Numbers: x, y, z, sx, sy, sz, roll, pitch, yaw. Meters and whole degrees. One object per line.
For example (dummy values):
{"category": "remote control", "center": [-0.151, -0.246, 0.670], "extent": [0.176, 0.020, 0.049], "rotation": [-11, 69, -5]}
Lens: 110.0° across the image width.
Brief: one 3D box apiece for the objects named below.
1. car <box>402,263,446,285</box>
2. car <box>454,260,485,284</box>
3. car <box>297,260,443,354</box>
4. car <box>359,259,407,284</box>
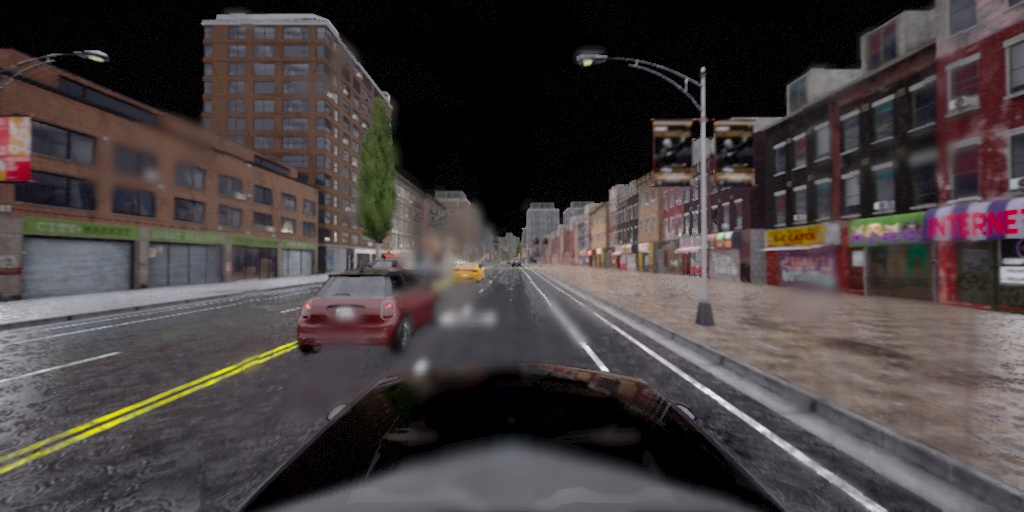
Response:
{"category": "car", "center": [-6.609, 1.292, 27.558], "extent": [2.033, 1.411, 5.357], "rotation": [0, 0, 0]}
{"category": "car", "center": [-3.162, 1.222, 27.007], "extent": [1.882, 1.535, 5.008], "rotation": [0, 0, 0]}
{"category": "car", "center": [-3.153, 1.097, 8.931], "extent": [2.097, 1.767, 4.553], "rotation": [0, 0, 0]}
{"category": "car", "center": [-9.854, 1.097, 27.806], "extent": [2.097, 1.767, 4.553], "rotation": [0, 0, 0]}
